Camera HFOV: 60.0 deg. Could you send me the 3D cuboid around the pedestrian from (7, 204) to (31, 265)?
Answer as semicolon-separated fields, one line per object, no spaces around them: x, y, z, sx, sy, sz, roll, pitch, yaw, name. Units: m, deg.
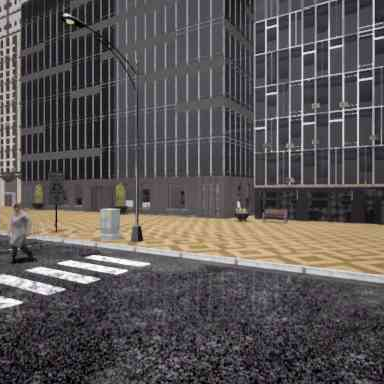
-5.350;1.227;10.267;0.375;1.860;0.375;0;0;31;pedestrian
